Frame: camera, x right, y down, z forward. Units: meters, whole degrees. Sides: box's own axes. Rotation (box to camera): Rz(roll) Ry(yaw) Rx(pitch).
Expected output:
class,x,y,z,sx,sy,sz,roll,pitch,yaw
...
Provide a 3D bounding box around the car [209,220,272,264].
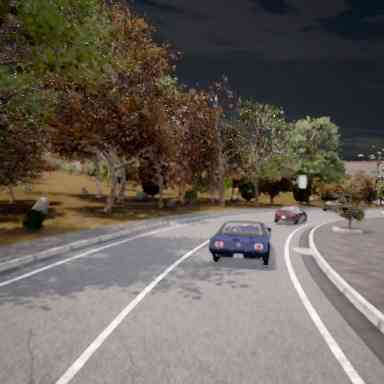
class,x,y,z,sx,sy,sz,roll,pitch,yaw
car,1.965,1.681,12.288,1.895,1.301,4.718,1,0,14

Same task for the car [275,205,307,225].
class,x,y,z,sx,sy,sz,roll,pitch,yaw
car,8.245,1.818,27.572,1.812,1.442,4.674,3,0,31

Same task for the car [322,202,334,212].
class,x,y,z,sx,sy,sz,roll,pitch,yaw
car,20.726,2.223,48.038,5.357,1.411,2.033,3,2,-43
